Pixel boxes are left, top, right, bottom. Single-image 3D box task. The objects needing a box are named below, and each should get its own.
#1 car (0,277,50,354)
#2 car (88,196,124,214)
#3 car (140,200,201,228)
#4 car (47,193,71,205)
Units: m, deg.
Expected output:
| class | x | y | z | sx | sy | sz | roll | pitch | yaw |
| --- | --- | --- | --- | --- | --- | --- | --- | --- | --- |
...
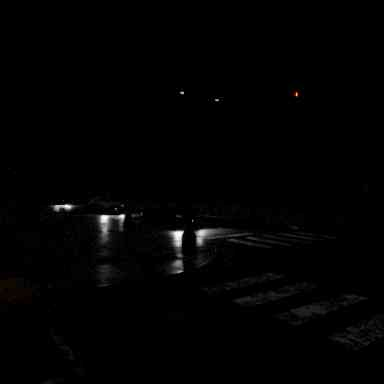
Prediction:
| class | x | y | z | sx | sy | sz | roll | pitch | yaw |
| --- | --- | --- | --- | --- | --- | --- | --- | --- | --- |
| car | -4.222 | 1.525 | 3.650 | 4.829 | 1.417 | 1.752 | 0 | 0 | -35 |
| car | -7.361 | 1.037 | 28.105 | 1.812 | 1.442 | 4.674 | 0 | 1 | -36 |
| car | -1.406 | 1.227 | 19.770 | 1.812 | 1.442 | 4.674 | 0 | 1 | -37 |
| car | -16.160 | 0.806 | 40.450 | 1.994 | 1.385 | 4.181 | 0 | 1 | -35 |
